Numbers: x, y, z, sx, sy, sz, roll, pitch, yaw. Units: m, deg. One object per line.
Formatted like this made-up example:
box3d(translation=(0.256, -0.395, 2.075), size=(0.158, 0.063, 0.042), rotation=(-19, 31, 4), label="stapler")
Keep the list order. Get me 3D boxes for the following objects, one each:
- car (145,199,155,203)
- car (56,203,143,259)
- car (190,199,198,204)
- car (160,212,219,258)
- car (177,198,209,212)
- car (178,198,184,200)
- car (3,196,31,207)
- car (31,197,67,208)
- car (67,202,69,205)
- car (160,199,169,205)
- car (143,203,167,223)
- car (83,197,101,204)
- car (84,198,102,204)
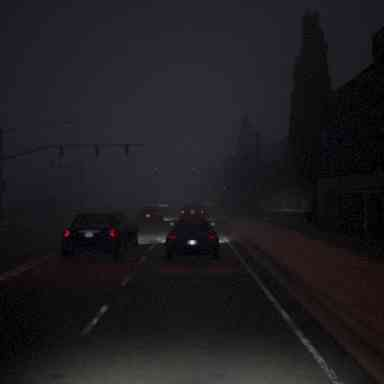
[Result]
box3d(translation=(-10.105, 2.401, 80.592), size=(1.837, 1.490, 4.892), rotation=(0, -1, 2), label="car")
box3d(translation=(-3.483, 1.502, 13.408), size=(2.097, 1.767, 4.553), rotation=(0, -1, 0), label="car")
box3d(translation=(0.586, 2.516, 87.727), size=(2.033, 1.411, 5.357), rotation=(0, -1, 2), label="car")
box3d(translation=(0.019, 1.716, 13.386), size=(1.994, 1.385, 4.181), rotation=(0, -1, 0), label="car")
box3d(translation=(0.290, 1.670, 28.399), size=(2.097, 1.767, 4.553), rotation=(0, -1, 7), label="car")
box3d(translation=(-2.898, 2.485, 88.362), size=(1.837, 1.490, 4.892), rotation=(0, -1, 2), label="car")
box3d(translation=(-42.455, 2.055, 80.751), size=(4.605, 1.855, 1.932), rotation=(0, -1, 0), label="car")
box3d(translation=(-24.967, 1.804, 58.243), size=(4.605, 1.855, 1.932), rotation=(0, -1, 0), label="car")
box3d(translation=(-24.911, 1.839, 61.137), size=(3.866, 1.878, 1.905), rotation=(0, -1, 0), label="car")
box3d(translation=(-6.606, 2.453, 80.501), size=(1.994, 1.385, 4.181), rotation=(0, -1, 2), label="car")
box3d(translation=(-3.515, 1.885, 28.551), size=(1.994, 1.385, 4.181), rotation=(0, -1, 0), label="car")
box3d(translation=(-24.935, 2.058, 80.760), size=(3.866, 1.878, 1.905), rotation=(0, -1, 0), label="car")
box3d(translation=(-24.922, 2.330, 83.652), size=(3.806, 1.475, 1.970), rotation=(0, -1, 0), label="car")
